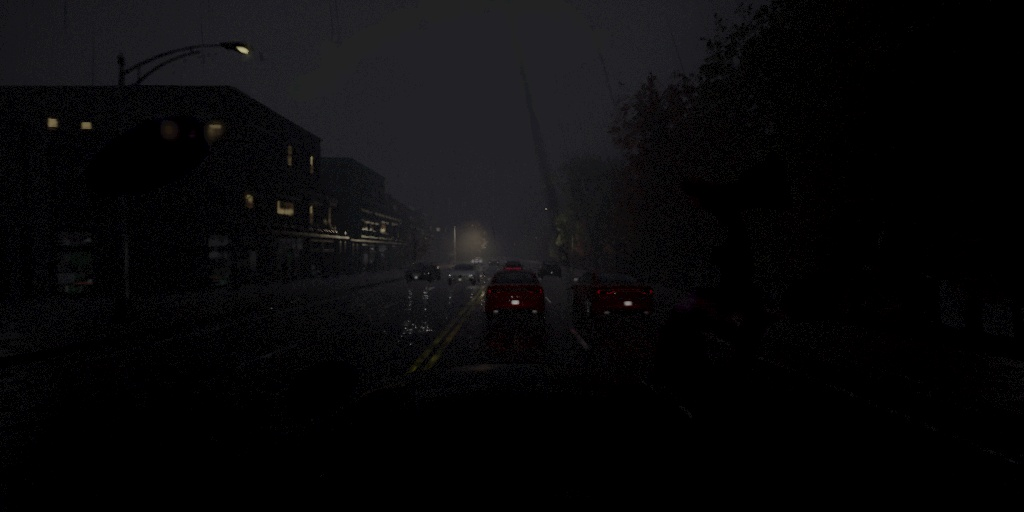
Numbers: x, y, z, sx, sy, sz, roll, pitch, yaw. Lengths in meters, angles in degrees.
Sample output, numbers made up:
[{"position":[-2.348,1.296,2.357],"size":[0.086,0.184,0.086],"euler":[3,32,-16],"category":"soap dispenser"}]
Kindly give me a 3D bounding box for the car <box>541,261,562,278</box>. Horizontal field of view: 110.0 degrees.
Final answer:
[{"position":[3.345,1.192,32.570],"size":[2.128,1.511,4.902],"euler":[0,0,0],"category":"car"}]

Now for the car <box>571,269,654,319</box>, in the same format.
[{"position":[3.349,1.210,12.818],"size":[1.882,1.535,5.008],"euler":[0,0,0],"category":"car"}]

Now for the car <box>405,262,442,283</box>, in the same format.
[{"position":[-6.600,1.200,27.146],"size":[2.128,1.511,4.902],"euler":[0,0,0],"category":"car"}]

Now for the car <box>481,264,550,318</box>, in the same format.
[{"position":[0.099,1.209,13.024],"size":[1.882,1.535,5.008],"euler":[0,0,0],"category":"car"}]

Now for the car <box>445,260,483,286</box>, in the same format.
[{"position":[-3.351,1.237,25.419],"size":[1.812,1.442,4.674],"euler":[0,0,0],"category":"car"}]

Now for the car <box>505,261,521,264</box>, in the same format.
[{"position":[0.096,1.205,32.914],"size":[1.837,1.490,4.892],"euler":[0,0,0],"category":"car"}]
